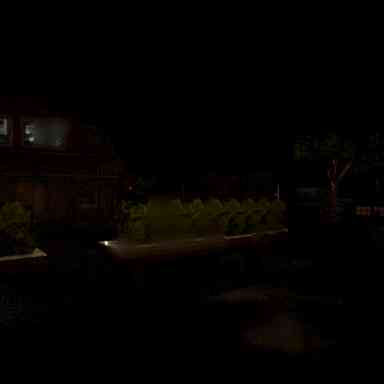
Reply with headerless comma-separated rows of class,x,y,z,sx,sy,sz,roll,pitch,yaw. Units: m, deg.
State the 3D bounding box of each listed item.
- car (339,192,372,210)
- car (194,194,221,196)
car,17.452,0.985,36.235,3.866,1.878,1.905,0,0,0
car,1.839,1.222,30.186,2.150,2.045,5.566,0,0,-35
